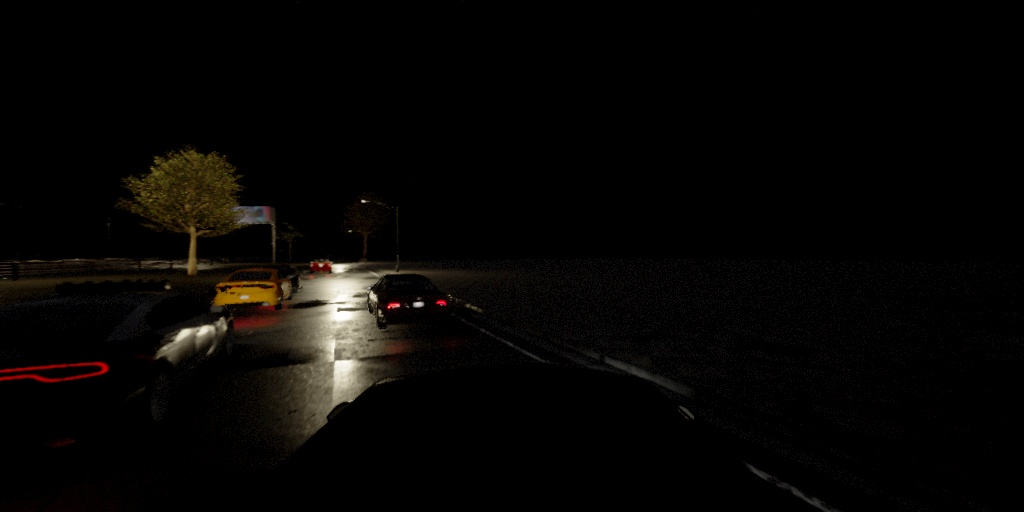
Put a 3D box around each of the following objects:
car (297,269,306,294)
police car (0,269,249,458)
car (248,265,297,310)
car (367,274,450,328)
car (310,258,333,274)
[{"bbox_3d":[-12.529,1.228,19.507,1.837,1.490,4.892,0,0,-26],"label":"car"},{"bbox_3d":[-5.627,1.170,5.194,1.930,1.638,5.238,0,0,-26],"label":"police car"},{"bbox_3d":[-9.922,1.209,14.102,1.882,1.535,5.008,0,0,-26],"label":"car"},{"bbox_3d":[-3.485,1.288,11.458,2.033,1.411,5.357,0,0,-26],"label":"car"},{"bbox_3d":[-21.120,1.045,39.839,2.097,1.767,4.553,0,0,-25],"label":"car"}]
